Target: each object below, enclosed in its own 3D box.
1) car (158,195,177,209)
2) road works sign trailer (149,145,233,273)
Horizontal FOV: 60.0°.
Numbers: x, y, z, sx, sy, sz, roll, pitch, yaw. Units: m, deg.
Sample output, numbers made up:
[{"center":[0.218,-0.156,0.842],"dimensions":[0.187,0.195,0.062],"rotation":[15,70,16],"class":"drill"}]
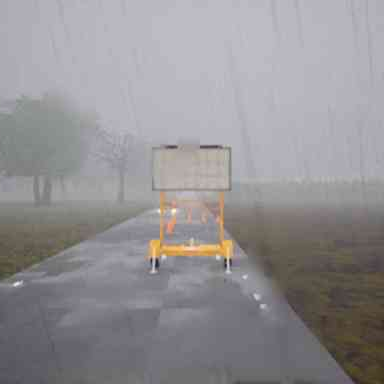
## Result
[{"center":[-2.888,1.104,39.815],"dimensions":[2.097,1.767,4.553],"rotation":[0,0,0],"class":"car"},{"center":[-0.004,0.366,10.261],"dimensions":[2.380,3.560,2.880],"rotation":[0,1,1],"class":"road works sign trailer"}]
